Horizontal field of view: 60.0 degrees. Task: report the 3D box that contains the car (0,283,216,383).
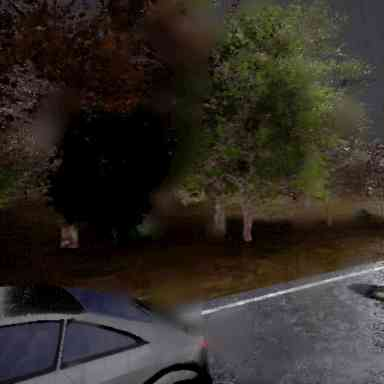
[{"bbox_3d":[-1.835,1.562,2.610,4.181,1.385,1.994,0,0,-35],"label":"car"}]
